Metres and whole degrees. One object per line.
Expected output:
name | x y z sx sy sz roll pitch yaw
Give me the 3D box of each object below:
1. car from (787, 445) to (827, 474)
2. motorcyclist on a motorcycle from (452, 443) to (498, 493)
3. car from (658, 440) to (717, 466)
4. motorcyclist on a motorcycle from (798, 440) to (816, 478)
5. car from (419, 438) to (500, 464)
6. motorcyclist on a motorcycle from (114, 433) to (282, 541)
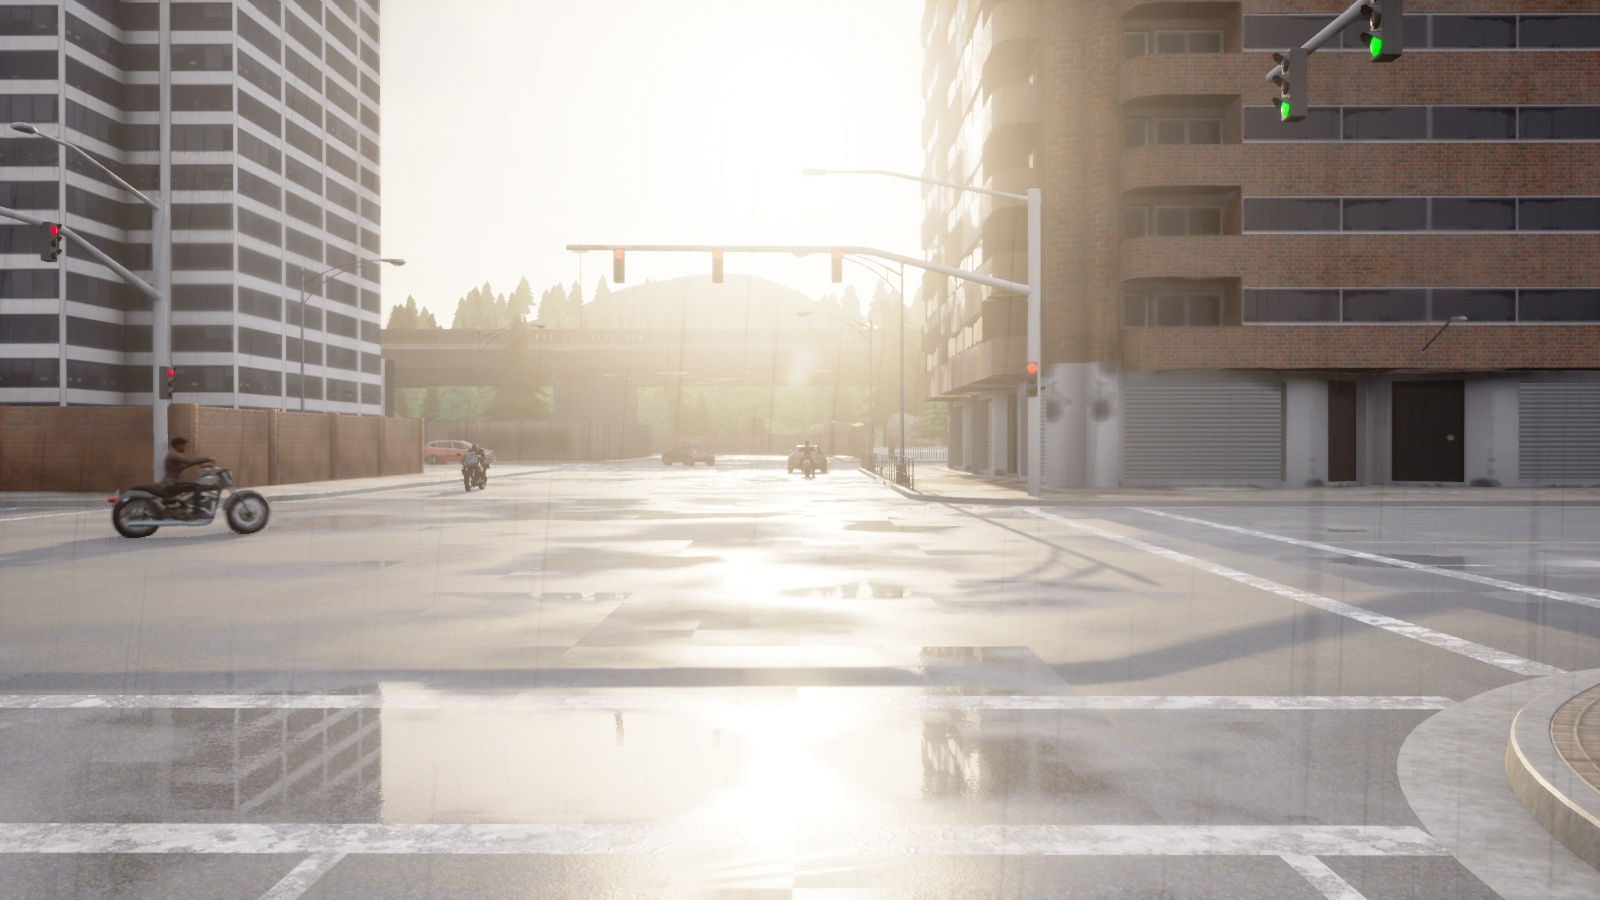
car | 0.367 0.450 63.841 1.994 1.385 4.181 0 0 0
motorcyclist on a motorcycle | -10.265 0.549 39.709 0.866 1.530 2.191 0 0 0
car | -7.212 0.166 80.208 1.851 1.617 3.988 0 0 -38
motorcyclist on a motorcycle | 0.320 0.386 55.093 0.766 1.649 2.350 0 0 1
car | -21.866 0.062 80.710 4.611 1.667 2.242 0 0 0
motorcyclist on a motorcycle | -9.663 0.575 20.201 2.350 1.649 0.766 0 -1 -35
